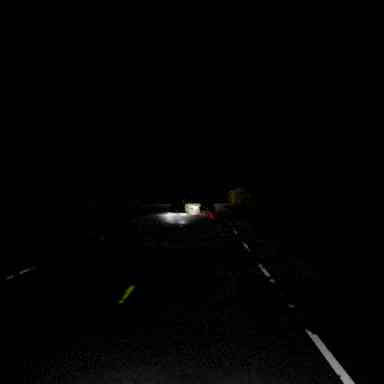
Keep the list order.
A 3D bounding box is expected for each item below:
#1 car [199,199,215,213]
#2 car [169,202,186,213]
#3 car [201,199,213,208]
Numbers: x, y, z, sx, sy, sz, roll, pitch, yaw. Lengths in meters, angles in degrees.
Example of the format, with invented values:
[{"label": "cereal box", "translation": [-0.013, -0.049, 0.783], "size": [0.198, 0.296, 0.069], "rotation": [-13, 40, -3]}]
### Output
[{"label": "car", "translation": [1.933, 1.811, 42.076], "size": [2.128, 1.511, 4.902], "rotation": [0, -1, 3]}, {"label": "car", "translation": [-1.776, 1.915, 41.950], "size": [1.895, 1.301, 4.718], "rotation": [0, -1, 3]}, {"label": "car", "translation": [2.834, 2.079, 62.071], "size": [2.128, 1.511, 4.902], "rotation": [0, -1, 3]}]
